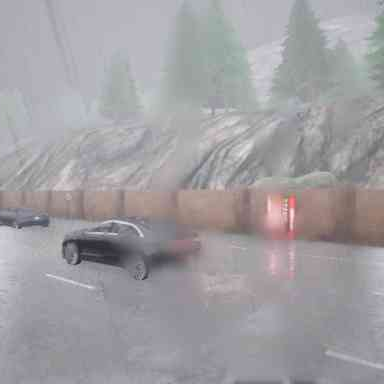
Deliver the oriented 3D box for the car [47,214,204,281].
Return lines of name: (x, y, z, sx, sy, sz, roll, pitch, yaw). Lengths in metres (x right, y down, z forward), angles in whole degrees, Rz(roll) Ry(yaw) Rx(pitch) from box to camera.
car: (-1.936, 1.490, 9.904, 4.902, 1.511, 2.128, 0, 0, 37)

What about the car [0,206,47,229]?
car: (-10.952, 1.562, 21.403, 4.181, 1.385, 1.994, 0, 0, 39)

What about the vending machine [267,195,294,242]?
vending machine: (4.200, 1.195, 15.695, 0.880, 2.100, 1.100, 0, 0, 37)
